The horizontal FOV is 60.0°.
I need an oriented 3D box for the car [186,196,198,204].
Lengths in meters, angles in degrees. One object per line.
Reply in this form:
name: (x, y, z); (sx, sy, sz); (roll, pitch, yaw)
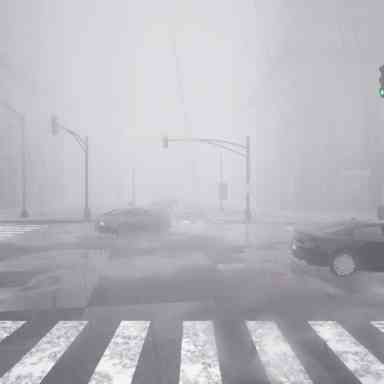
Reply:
car: (-0.021, 1.514, 62.620); (1.812, 1.442, 4.674); (0, 0, 0)

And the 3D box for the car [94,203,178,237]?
car: (-3.085, 1.500, 17.758); (1.994, 1.385, 4.181); (1, 1, 42)

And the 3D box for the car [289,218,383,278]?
car: (5.427, 1.553, 9.618); (5.008, 1.535, 1.882); (3, 0, 0)

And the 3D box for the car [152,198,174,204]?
car: (-3.123, 1.540, 31.290); (2.033, 1.411, 5.357); (0, 0, 0)

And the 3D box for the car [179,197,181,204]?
car: (-3.115, 1.553, 51.446); (1.994, 1.385, 4.181); (0, 0, 1)

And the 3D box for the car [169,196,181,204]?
car: (-3.068, 1.466, 61.938); (1.882, 1.535, 5.008); (0, 0, 1)

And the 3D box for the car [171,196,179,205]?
car: (-3.128, 1.538, 41.363); (2.033, 1.411, 5.357); (0, 0, 0)
